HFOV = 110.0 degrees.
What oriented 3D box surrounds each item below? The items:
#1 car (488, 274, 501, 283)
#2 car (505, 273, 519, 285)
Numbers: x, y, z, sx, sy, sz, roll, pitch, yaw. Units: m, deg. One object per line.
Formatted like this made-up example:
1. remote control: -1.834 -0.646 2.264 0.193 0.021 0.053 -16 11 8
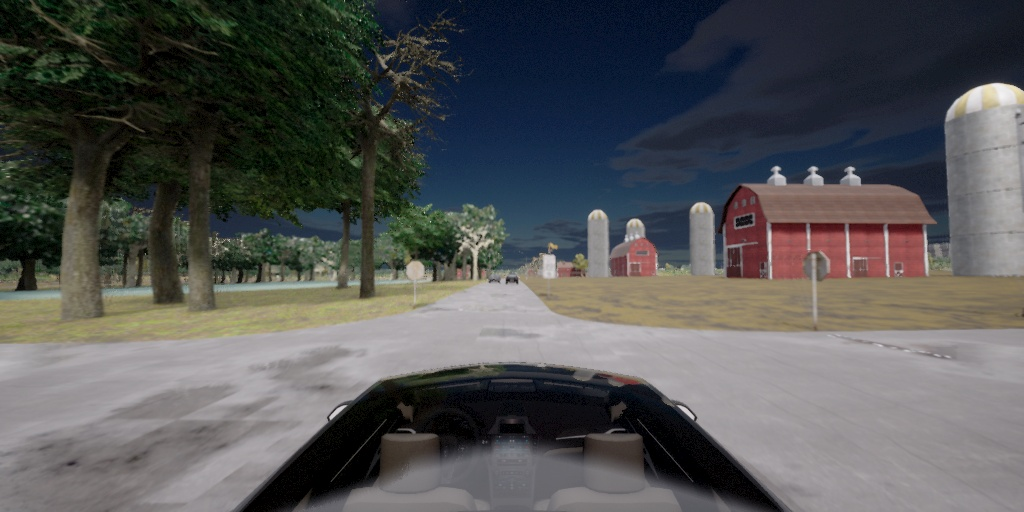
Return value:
1. car: -2.741 3.632 57.689 1.837 1.490 4.892 0 -3 0
2. car: 0.009 3.374 52.690 1.882 1.535 5.008 0 -3 0
